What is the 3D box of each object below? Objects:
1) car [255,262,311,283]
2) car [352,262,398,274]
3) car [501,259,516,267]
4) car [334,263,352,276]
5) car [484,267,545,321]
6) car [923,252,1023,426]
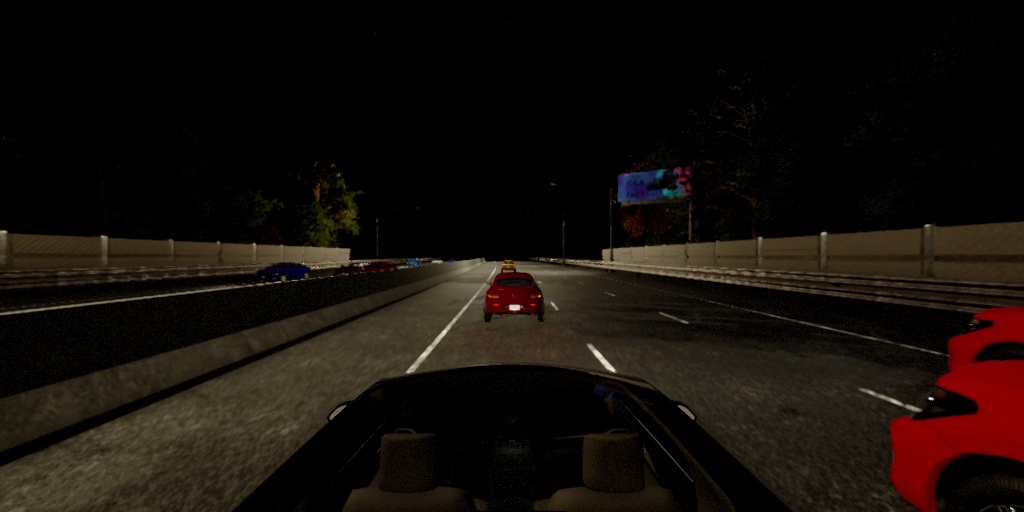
[{"bbox_3d":[-17.819,1.230,28.150,1.882,1.535,5.008,0,0,-1],"label":"car"},{"bbox_3d":[-10.835,1.228,29.230,1.882,1.535,5.008,0,0,-1],"label":"car"},{"bbox_3d":[-0.432,1.199,43.941,1.801,1.575,5.366,0,0,-1],"label":"car"},{"bbox_3d":[-14.391,1.314,32.570,1.994,1.385,4.181,0,0,-1],"label":"car"},{"bbox_3d":[0.067,1.276,12.345,1.812,1.442,4.674,0,0,0],"label":"car"},{"bbox_3d":[7.097,0.968,2.468,2.150,2.045,5.566,0,0,0],"label":"car"}]
